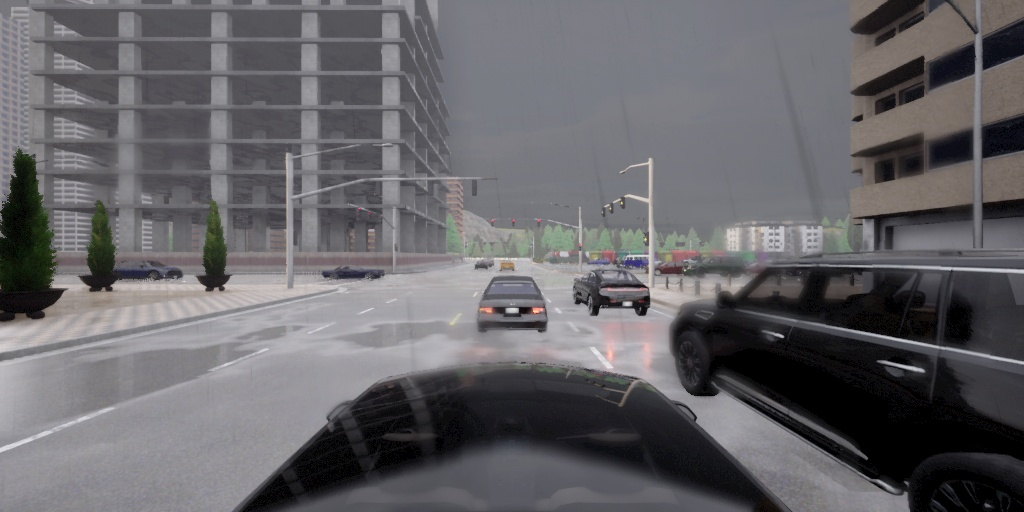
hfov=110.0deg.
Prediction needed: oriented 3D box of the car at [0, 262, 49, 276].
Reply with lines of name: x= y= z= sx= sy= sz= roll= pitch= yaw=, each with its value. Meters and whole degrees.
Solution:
car: x=-51.211 y=1.331 z=36.960 sx=4.674 sy=1.442 sz=1.812 roll=0 pitch=0 yaw=0

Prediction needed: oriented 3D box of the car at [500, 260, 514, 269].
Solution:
car: x=-0.710 y=1.227 z=50.745 sx=1.882 sy=1.535 sz=5.008 roll=0 pitch=0 yaw=-1

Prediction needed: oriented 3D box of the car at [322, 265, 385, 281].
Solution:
car: x=-13.205 y=1.401 z=30.135 sx=4.718 sy=1.301 sz=1.895 roll=0 pitch=0 yaw=0

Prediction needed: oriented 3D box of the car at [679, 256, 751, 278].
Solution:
car: x=19.211 y=1.027 z=34.118 sx=5.566 sy=2.045 sz=2.150 roll=0 pitch=0 yaw=0

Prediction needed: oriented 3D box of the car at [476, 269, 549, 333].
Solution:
car: x=0.015 y=1.297 z=10.741 sx=2.033 sy=1.411 sz=5.357 roll=0 pitch=0 yaw=0

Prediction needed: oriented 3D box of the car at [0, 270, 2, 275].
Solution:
car: x=-50.854 y=1.283 z=33.460 sx=5.008 sy=1.535 sz=1.882 roll=0 pitch=0 yaw=0

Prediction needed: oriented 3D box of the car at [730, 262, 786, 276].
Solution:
car: x=25.802 y=1.331 z=37.665 sx=4.674 sy=1.442 sz=1.812 roll=0 pitch=0 yaw=0

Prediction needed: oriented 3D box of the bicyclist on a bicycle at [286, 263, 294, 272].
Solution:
bicyclist on a bicycle: x=-25.993 y=1.106 z=42.007 sx=0.582 sy=1.620 sz=1.656 roll=0 pitch=0 yaw=0

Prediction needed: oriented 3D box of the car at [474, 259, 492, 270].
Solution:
car: x=-4.457 y=1.351 z=52.911 sx=1.895 sy=1.301 sz=4.718 roll=0 pitch=0 yaw=-1

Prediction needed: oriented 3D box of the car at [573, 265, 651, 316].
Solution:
car: x=3.489 y=1.242 z=13.325 sx=2.128 sy=1.511 sz=4.902 roll=0 pitch=0 yaw=-1

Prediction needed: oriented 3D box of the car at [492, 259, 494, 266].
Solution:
car: x=-4.561 y=1.228 z=63.078 sx=1.882 sy=1.535 sz=5.008 roll=0 pitch=0 yaw=0

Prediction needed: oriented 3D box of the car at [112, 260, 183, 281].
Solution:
car: x=-30.417 y=1.158 z=29.987 sx=4.553 sy=1.767 sz=2.097 roll=0 pitch=0 yaw=0

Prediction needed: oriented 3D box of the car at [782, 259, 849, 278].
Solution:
car: x=28.853 y=1.157 z=34.199 sx=4.553 sy=1.767 sz=2.097 roll=0 pitch=0 yaw=0

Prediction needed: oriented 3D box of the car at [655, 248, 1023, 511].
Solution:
car: x=3.598 y=0.971 z=3.412 sx=2.150 sy=2.045 sz=5.566 roll=0 pitch=0 yaw=0

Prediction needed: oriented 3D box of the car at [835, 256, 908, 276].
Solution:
car: x=37.751 y=1.027 z=37.771 sx=5.566 sy=2.045 sz=2.150 roll=0 pitch=0 yaw=-1

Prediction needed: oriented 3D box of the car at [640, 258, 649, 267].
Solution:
car: x=16.492 y=1.283 z=37.594 sx=5.008 sy=1.535 sz=1.882 roll=0 pitch=0 yaw=0
